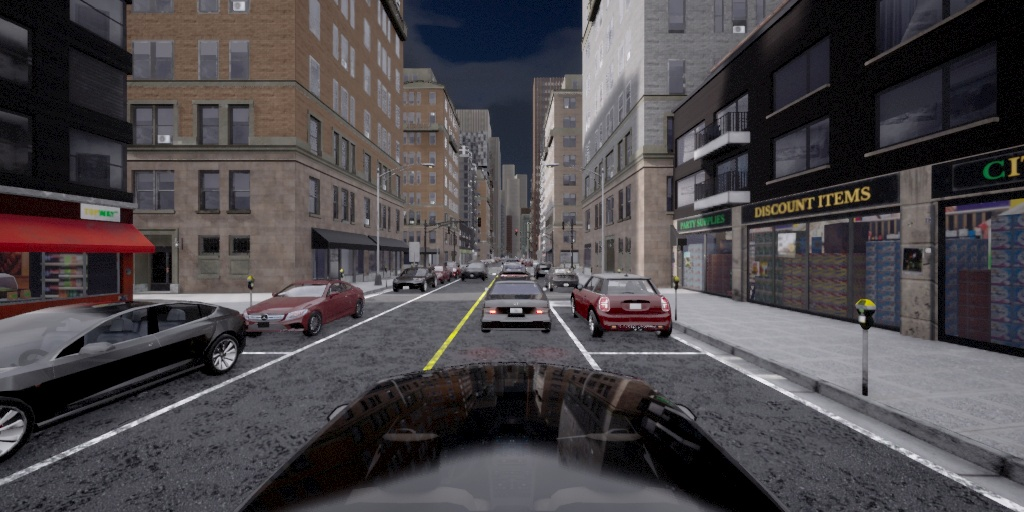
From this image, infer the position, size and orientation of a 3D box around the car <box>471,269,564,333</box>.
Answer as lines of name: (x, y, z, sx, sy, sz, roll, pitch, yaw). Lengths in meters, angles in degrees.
car: (0.110, 1.297, 10.719, 2.033, 1.411, 5.357, 0, 0, 0)

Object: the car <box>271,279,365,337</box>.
car: (-5.657, 1.332, 10.263, 1.802, 1.307, 4.207, 0, 0, 0)

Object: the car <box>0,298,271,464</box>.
car: (-5.667, 1.316, 4.762, 1.948, 1.339, 4.313, 0, 0, 0)

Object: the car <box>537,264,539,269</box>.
car: (2.905, 1.319, 32.253, 1.948, 1.339, 4.313, 0, 0, 0)

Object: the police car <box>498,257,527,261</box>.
police car: (0.046, 1.178, 31.261, 1.930, 1.638, 5.238, 0, 0, 0)

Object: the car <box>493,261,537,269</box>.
car: (0.129, 1.242, 21.242, 2.128, 1.511, 4.902, 0, 0, 0)

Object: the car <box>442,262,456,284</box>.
car: (-5.630, 1.334, 26.767, 1.802, 1.307, 4.207, 0, 0, 0)

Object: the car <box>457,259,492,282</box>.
car: (-2.991, 1.230, 29.520, 1.882, 1.535, 5.008, 0, 0, 1)

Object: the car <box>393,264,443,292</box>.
car: (-5.638, 1.317, 21.265, 1.948, 1.339, 4.313, 0, 0, 0)

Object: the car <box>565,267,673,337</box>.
car: (2.868, 1.190, 10.248, 1.967, 1.591, 4.097, 0, 0, 0)

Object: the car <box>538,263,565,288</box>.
car: (2.887, 1.301, 21.251, 2.007, 1.370, 4.403, 0, 0, 0)

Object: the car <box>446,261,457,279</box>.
car: (-5.620, 1.193, 32.268, 1.967, 1.591, 4.097, 0, 0, 0)
